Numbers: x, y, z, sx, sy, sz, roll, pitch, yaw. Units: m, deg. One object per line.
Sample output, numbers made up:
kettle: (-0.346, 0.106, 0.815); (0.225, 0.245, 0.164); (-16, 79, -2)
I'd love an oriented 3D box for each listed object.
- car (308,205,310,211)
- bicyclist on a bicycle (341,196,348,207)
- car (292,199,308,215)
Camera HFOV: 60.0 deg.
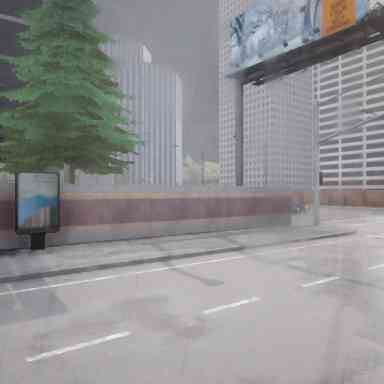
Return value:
car: (10.512, 1.491, 36.394); (2.128, 1.511, 4.902); (0, 0, -35)
bicyclist on a bicycle: (21.243, 1.301, 46.301); (1.656, 1.620, 0.582); (0, 0, -35)
car: (8.553, 1.492, 33.100); (2.128, 1.511, 4.902); (0, 0, -35)
